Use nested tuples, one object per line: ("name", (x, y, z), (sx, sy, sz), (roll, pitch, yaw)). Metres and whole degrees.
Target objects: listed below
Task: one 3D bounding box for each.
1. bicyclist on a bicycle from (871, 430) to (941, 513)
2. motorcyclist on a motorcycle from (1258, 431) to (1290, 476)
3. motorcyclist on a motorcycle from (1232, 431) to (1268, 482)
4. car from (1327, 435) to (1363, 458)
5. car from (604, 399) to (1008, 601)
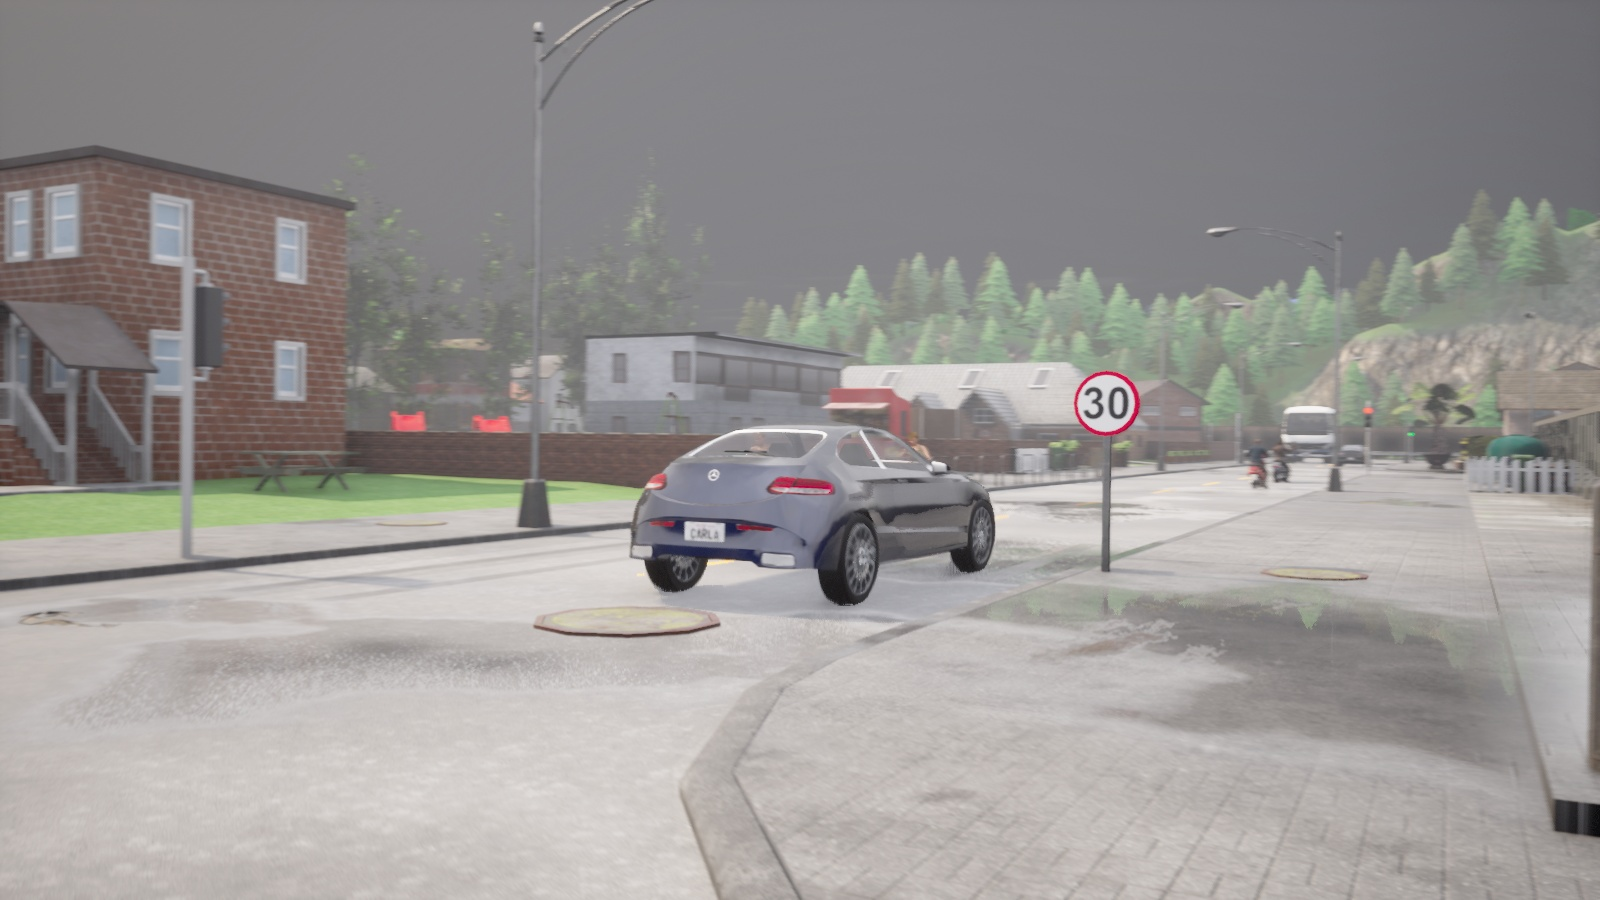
("bicyclist on a bicycle", (2.132, 0.408, 25.098), (0.866, 1.612, 1.509), (0, 1, 27))
("motorcyclist on a motorcycle", (17.755, 0.105, 47.041), (0.766, 1.649, 2.350), (0, 0, 30))
("motorcyclist on a motorcycle", (14.583, 0.192, 40.636), (0.866, 1.590, 1.817), (0, 1, 27))
("car", (34.930, -0.260, 80.432), (1.812, 1.442, 4.674), (0, 1, 28))
("car", (0.346, 0.382, 12.978), (2.152, 1.651, 5.027), (0, 1, 27))
